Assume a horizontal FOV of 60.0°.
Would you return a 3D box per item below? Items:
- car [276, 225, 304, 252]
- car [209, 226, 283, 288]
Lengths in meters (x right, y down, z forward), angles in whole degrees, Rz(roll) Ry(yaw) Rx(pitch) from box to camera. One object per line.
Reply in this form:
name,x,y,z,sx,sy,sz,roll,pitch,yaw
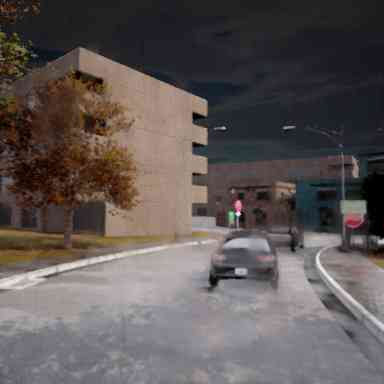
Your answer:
car,5.924,2.889,21.225,2.128,1.511,4.902,-1,-5,27
car,1.701,1.931,10.294,1.812,1.442,4.674,0,-4,13
